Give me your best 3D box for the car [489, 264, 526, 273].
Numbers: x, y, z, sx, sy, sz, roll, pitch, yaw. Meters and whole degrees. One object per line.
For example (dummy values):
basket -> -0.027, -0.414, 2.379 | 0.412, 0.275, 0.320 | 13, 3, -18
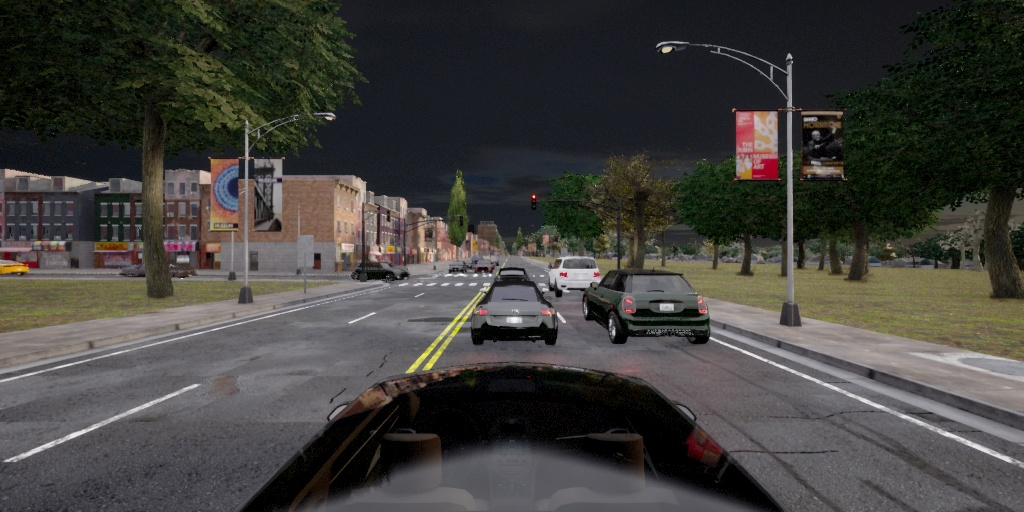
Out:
car -> 0.008, 1.331, 18.488 | 1.837, 1.490, 4.892 | 0, 0, 0

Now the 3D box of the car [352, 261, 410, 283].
car -> -10.870, 1.245, 29.904 | 4.553, 1.767, 2.097 | 0, 0, 14

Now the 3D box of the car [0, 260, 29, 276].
car -> -48.975, 1.118, 33.856 | 5.008, 1.535, 1.882 | 0, 0, 0

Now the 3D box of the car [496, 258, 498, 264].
car -> -3.456, 1.414, 53.569 | 1.895, 1.301, 4.718 | 0, 0, 0

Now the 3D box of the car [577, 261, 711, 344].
car -> 3.310, 1.121, 9.774 | 2.097, 1.767, 4.553 | 0, 0, 0

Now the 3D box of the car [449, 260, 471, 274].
car -> -6.691, 1.371, 44.795 | 1.837, 1.490, 4.892 | 0, 0, 0

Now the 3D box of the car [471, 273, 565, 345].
car -> 0.058, 1.332, 9.576 | 1.994, 1.385, 4.181 | 0, 0, 0

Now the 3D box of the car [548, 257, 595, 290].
car -> 3.257, 1.054, 19.487 | 2.150, 2.045, 5.566 | 0, 0, 0

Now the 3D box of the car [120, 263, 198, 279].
car -> -30.470, 1.281, 30.983 | 5.357, 1.411, 2.033 | 1, 0, 0

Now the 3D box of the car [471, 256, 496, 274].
car -> -3.441, 1.219, 44.543 | 2.097, 1.767, 4.553 | 0, 0, 0
